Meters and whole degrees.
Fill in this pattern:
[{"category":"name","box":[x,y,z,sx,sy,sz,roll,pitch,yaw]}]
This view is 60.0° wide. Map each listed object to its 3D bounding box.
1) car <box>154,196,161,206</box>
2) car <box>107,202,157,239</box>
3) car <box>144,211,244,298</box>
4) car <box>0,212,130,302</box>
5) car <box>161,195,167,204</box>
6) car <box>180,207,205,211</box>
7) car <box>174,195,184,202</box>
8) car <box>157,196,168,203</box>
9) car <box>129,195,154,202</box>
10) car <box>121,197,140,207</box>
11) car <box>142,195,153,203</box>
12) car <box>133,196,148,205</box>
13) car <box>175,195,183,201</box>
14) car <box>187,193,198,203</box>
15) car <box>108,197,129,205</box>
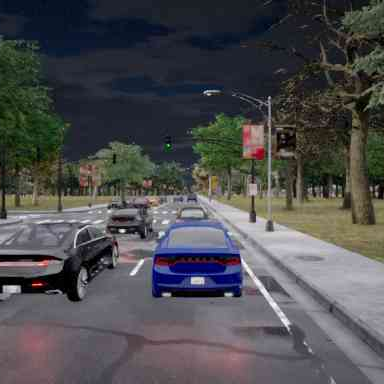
[{"category":"car","box":[-6.560,1.495,53.071,1.882,1.535,5.008,0,0,0]},{"category":"car","box":[-3.141,1.506,17.433,1.837,1.490,4.892,0,0,0]},{"category":"car","box":[0.107,1.478,8.577,1.882,1.535,5.008,0,0,0]},{"category":"car","box":[-3.149,1.491,8.261,2.128,1.511,4.902,0,0,0]},{"category":"car","box":[-6.519,1.519,62.642,2.128,1.511,4.902,0,0,1]},{"category":"car","box":[0.030,1.527,17.776,1.812,1.442,4.674,0,0,1]},{"category":"car","box":[-3.193,1.569,75.289,1.812,1.442,4.674,0,0,0]},{"category":"car","box":[-6.453,1.533,72.690,1.837,1.490,4.892,0,0,0]},{"category":"car","box":[-6.569,1.489,43.491,1.882,1.535,5.008,0,0,0]},{"category":"car","box":[-9.807,1.509,53.121,2.128,1.511,4.902,0,0,0]},{"category":"car","box":[-9.702,1.526,73.109,1.837,1.490,4.892,0,0,0]},{"category":"car","box":[-9.765,1.575,62.939,2.033,1.411,5.357,0,0,0]},{"category":"car","box":[-3.194,1.536,85.153,1.882,1.535,5.008,0,0,0]},{"category":"car","box":[0.048,1.265,73.515,2.150,2.045,5.566,0,0,0]},{"category":"car","box":[-9.818,1.575,44.201,1.994,1.385,4.181,0,0,1]}]
